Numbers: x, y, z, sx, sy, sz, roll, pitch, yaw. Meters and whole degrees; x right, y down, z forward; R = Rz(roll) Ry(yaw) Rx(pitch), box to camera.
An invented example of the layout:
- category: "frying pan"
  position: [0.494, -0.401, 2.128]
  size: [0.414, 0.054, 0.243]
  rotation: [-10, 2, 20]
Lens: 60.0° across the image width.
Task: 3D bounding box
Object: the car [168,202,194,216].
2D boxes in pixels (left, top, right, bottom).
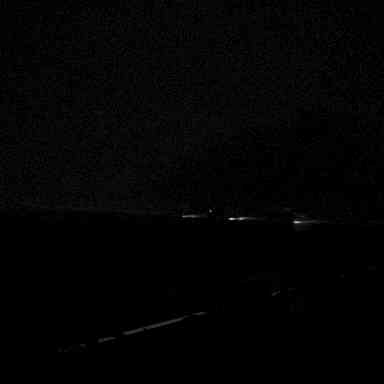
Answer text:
- category: "car"
  position: [-1.868, 2.664, 53.228]
  size: [2.150, 2.045, 5.566]
  rotation: [1, -2, -33]

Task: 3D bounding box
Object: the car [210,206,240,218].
- category: "car"
  position: [4.297, 2.581, 43.789]
  size: [1.837, 1.490, 4.892]
  rotation: [1, -2, -33]

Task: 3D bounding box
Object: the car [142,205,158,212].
- category: "car"
  position: [-8.929, 3.546, 70.581]
  size: [1.812, 1.442, 4.674]
  rotation: [1, -2, -33]

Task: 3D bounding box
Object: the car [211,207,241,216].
- category: "car"
  position: [4.963, 2.855, 49.513]
  size: [1.895, 1.301, 4.718]
  rotation: [1, -2, -33]

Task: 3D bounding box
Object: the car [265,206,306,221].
- category: "car"
  position: [9.818, 2.259, 35.353]
  size: [1.812, 1.442, 4.674]
  rotation: [1, -2, -33]

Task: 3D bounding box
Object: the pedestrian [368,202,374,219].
- category: "pedestrian"
  position: [18.936, 1.918, 35.302]
  size: [0.375, 1.860, 0.375]
  rotation: [-2, 1, -33]
